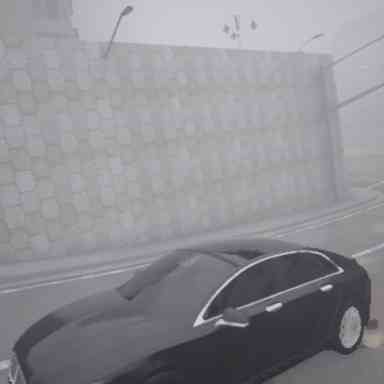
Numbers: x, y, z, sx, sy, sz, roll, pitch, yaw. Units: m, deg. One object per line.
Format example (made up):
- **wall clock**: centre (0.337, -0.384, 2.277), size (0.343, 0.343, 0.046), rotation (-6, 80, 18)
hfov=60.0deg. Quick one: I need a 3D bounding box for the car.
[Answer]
- **car**: centre (0.419, 1.433, 4.279), size (4.892, 1.490, 1.837), rotation (-2, 1, -35)
